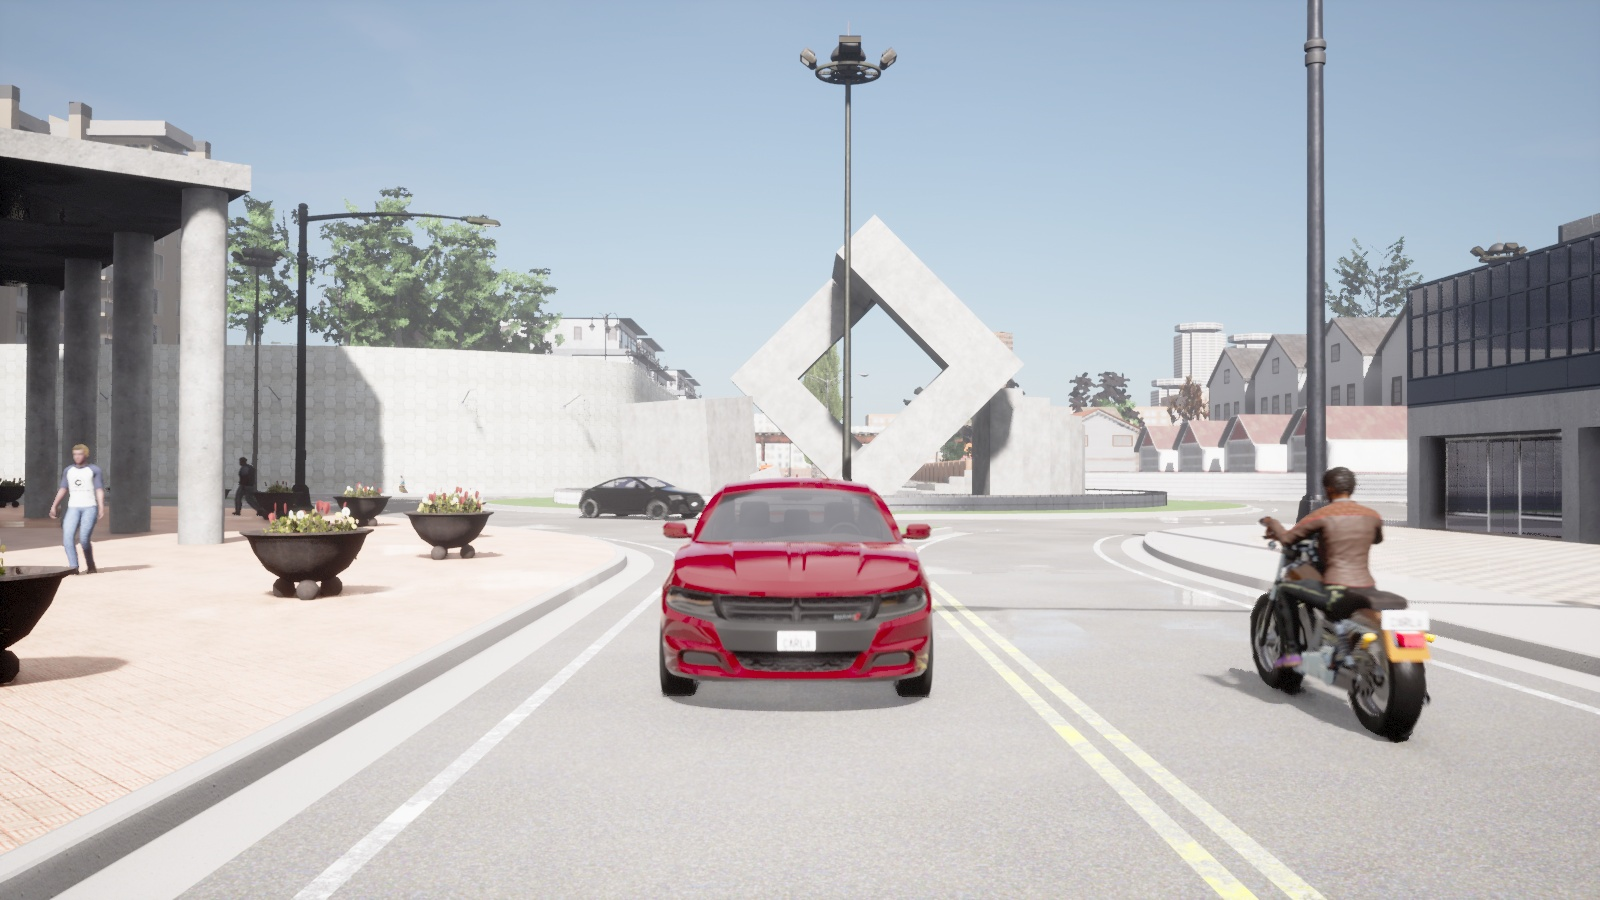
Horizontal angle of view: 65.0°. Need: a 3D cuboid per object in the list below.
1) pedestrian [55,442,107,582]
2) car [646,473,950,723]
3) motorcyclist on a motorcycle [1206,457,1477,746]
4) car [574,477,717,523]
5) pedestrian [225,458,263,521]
[{"bbox_3d":[-9.694,0.822,16.942,0.354,1.836,0.706,0,-1,-7],"label":"pedestrian"},{"bbox_3d":[-0.020,0.965,10.298,1.882,1.535,5.008,0,-1,0],"label":"car"},{"bbox_3d":[3.480,0.891,8.370,0.766,1.649,2.350,0,-1,0],"label":"motorcyclist on a motorcycle"},{"bbox_3d":[-5.003,1.577,40.515,4.181,1.385,1.994,-1,-1,28],"label":"car"},{"bbox_3d":[-16.541,1.170,37.378,0.849,1.883,0.563,0,-1,9],"label":"pedestrian"}]
